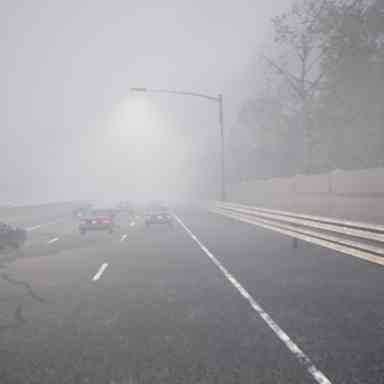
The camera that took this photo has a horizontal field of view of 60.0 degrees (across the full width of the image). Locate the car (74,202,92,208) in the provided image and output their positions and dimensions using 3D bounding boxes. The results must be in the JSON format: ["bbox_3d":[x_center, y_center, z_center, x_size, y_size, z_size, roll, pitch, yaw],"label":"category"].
[{"bbox_3d":[-10.458,1.792,32.601,1.837,1.490,4.892,-2,0,-6],"label":"car"}]

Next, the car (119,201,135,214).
[{"bbox_3d":[-7.500,1.743,37.614,2.033,1.411,5.357,-2,0,-6],"label":"car"}]

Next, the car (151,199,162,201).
[{"bbox_3d":[-4.294,1.622,40.225,1.812,1.442,4.674,-2,0,-6],"label":"car"}]

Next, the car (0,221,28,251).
[{"bbox_3d":[-8.208,1.783,12.802,2.033,1.411,5.357,-2,0,-6],"label":"car"}]

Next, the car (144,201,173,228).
[{"bbox_3d":[-2.300,1.589,22.675,2.033,1.411,5.357,-2,0,-7],"label":"car"}]

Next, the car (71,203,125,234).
[{"bbox_3d":[-5.552,1.691,20.412,2.033,1.411,5.357,-2,0,-6],"label":"car"}]

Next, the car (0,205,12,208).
[{"bbox_3d":[-21.818,2.185,37.949,2.033,1.411,5.357,-2,0,-6],"label":"car"}]
